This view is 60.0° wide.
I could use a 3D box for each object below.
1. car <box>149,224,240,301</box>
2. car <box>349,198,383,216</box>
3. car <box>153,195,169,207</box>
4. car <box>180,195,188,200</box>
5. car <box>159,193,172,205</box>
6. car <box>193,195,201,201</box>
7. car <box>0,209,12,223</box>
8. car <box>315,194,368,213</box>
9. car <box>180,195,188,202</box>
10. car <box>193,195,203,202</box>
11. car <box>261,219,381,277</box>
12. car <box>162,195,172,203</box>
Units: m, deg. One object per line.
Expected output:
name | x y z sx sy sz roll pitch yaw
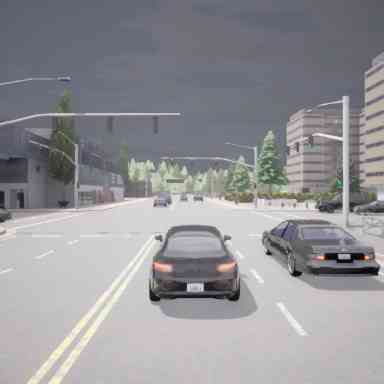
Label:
car | 0.035 1.526 8.182 1.812 1.442 4.674 0 0 -1
car | 18.220 1.526 32.499 4.674 1.442 1.812 0 0 -2
car | -4.783 1.526 50.408 1.812 1.442 4.674 0 0 -2
car | -2.197 1.467 88.737 1.994 1.385 4.181 0 0 -1
car | -5.020 1.221 59.835 2.150 2.045 5.566 0 0 -1
car | 1.302 1.500 88.810 1.837 1.490 4.892 0 0 -1
car | -15.457 1.506 23.662 4.892 1.490 1.837 0 0 -1
car | 16.284 1.222 35.967 5.566 2.045 2.150 0 0 -2
car | -1.922 1.533 78.102 2.033 1.411 5.357 0 0 -1
car | 1.565 1.478 78.672 1.882 1.535 5.008 0 0 -1
car | 3.533 1.547 10.240 2.033 1.411 5.357 0 0 0
car | -5.219 1.500 70.194 1.837 1.490 4.892 0 0 -1
